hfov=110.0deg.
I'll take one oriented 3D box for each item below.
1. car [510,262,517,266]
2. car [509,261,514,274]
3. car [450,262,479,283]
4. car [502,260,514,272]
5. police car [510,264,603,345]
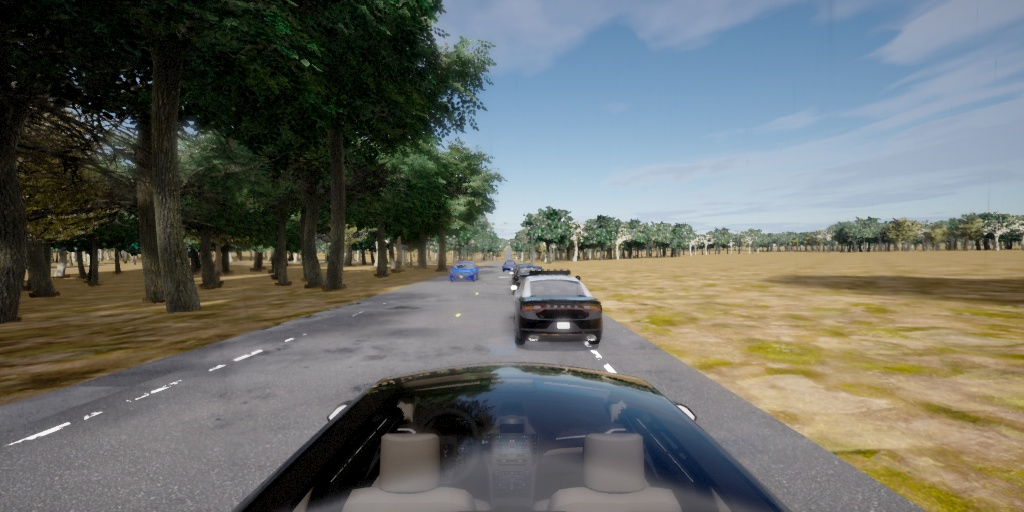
[{"bbox_3d":[0.940,1.256,19.569,1.837,1.490,4.892,0,0,0],"label":"car"},{"bbox_3d":[0.903,1.279,25.572,1.812,1.442,4.674,0,0,0],"label":"car"},{"bbox_3d":[-3.664,1.232,28.262,1.882,1.535,5.008,0,0,0],"label":"car"},{"bbox_3d":[-0.253,1.347,47.265,1.994,1.385,4.181,0,0,0],"label":"car"},{"bbox_3d":[1.001,1.173,9.676,1.930,1.638,5.238,0,0,0],"label":"police car"}]
